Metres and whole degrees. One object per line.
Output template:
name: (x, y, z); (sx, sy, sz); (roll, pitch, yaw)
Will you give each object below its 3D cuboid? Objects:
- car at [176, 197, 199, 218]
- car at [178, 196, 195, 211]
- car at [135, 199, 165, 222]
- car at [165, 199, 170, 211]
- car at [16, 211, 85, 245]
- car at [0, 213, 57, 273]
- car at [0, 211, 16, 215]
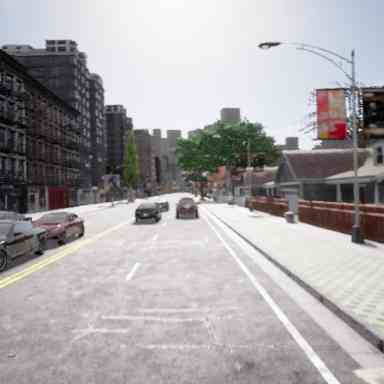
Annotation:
car: (-0.473, 1.419, 31.803); (2.097, 1.767, 4.553); (-2, 0, -1)
car: (-0.759, 1.442, 43.839); (2.097, 1.767, 4.553); (-2, 0, -1)
car: (-3.626, 1.628, 28.086); (1.882, 1.535, 5.008); (-2, 0, -1)
car: (-3.932, 1.672, 43.705); (2.128, 1.511, 4.902); (-2, 0, -1)
car: (-6.845, 1.749, 16.928); (1.812, 1.442, 4.674); (-2, 0, -1)
car: (-6.654, 1.735, 11.573); (1.812, 1.442, 4.674); (-2, 0, -1)
car: (-10.101, 1.793, 17.283); (1.882, 1.535, 5.008); (-2, 0, -1)
